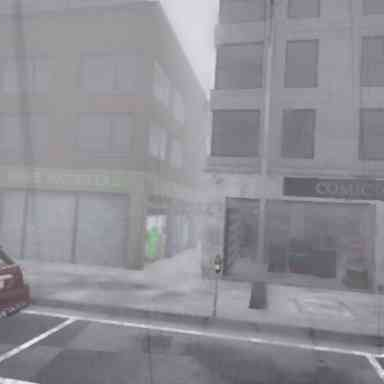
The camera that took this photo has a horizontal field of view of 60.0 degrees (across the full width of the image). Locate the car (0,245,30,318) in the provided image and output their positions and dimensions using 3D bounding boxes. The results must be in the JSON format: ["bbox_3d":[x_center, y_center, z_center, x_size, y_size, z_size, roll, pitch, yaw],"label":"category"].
[{"bbox_3d":[-5.277,1.593,6.216,4.097,1.590,1.967,2,-3,12],"label":"car"}]
